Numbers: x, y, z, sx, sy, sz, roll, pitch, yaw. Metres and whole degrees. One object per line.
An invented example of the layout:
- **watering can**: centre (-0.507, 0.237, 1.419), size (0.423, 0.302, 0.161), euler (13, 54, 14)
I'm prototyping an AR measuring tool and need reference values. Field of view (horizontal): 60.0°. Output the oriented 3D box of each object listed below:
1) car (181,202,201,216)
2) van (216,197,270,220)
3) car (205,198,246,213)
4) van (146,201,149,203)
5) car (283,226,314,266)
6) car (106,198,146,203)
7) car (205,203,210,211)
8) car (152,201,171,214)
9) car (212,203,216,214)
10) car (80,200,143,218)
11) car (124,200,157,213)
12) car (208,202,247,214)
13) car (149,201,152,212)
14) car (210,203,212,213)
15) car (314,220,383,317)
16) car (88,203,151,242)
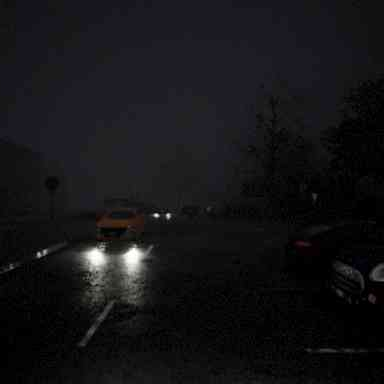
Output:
- **car**: centre (-0.218, 1.898, 38.424), size (1.882, 1.535, 5.008), euler (0, -1, 0)
- **van**: centre (4.740, 1.485, 30.428), size (4.442, 1.987, 1.878), euler (0, -1, -1)
- **car**: centre (4.640, 1.907, 47.059), size (5.566, 2.045, 2.435), euler (0, -2, -1)
- **van**: centre (-7.360, 1.644, 36.911), size (4.442, 1.987, 1.878), euler (0, -1, -1)
- **car**: centre (5.032, 1.540, 9.632), size (4.674, 1.452, 2.002), euler (0, 0, -1)
- **car**: centre (-7.415, 1.669, 33.872), size (4.553, 1.767, 2.185), euler (0, -1, -1)
- **car**: centre (4.719, 1.729, 41.600), size (5.566, 2.045, 2.435), euler (0, -2, -1)
- **car**: centre (-3.677, 2.070, 42.694), size (1.812, 1.442, 4.674), euler (0, -2, 0)
- **car**: centre (5.015, 1.764, 33.220), size (5.366, 1.575, 1.946), euler (0, -1, -1)
- **car**: centre (-7.602, 1.732, 30.950), size (5.366, 1.575, 1.946), euler (0, -1, -1)
- **car**: centre (-7.598, 2.114, 49.047), size (4.553, 1.767, 2.185), euler (0, -2, -1)
- **car**: centre (4.701, 2.070, 44.384), size (4.892, 1.521, 2.231), euler (0, -2, -1)
- **car**: centre (-7.581, 2.138, 46.008), size (5.008, 1.535, 2.097), euler (0, -2, -1)
- **car**: centre (4.989, 1.825, 35.881), size (5.366, 1.575, 1.946), euler (0, -1, -1)
- **car**: centre (5.108, 1.362, 6.463), size (4.553, 1.767, 2.185), euler (0, 0, 0)
- **car**: centre (-3.449, 1.539, 16.816), size (1.882, 1.535, 5.008), euler (0, 0, -1)
